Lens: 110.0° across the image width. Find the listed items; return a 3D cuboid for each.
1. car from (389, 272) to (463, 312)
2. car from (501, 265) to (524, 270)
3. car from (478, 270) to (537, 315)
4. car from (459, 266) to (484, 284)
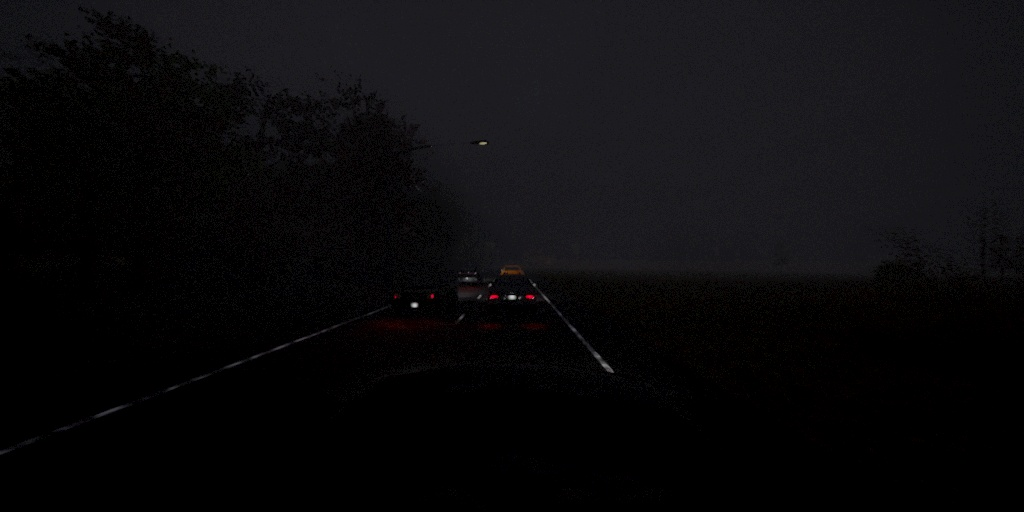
[{"bbox_3d":[-3.478,1.502,15.090,1.895,1.301,4.718,0,-1,0],"label":"car"},{"bbox_3d":[0.037,1.558,31.085,1.882,1.535,5.008,0,0,1],"label":"car"},{"bbox_3d":[0.013,1.440,14.371,2.033,1.411,5.357,0,-1,0],"label":"car"},{"bbox_3d":[-3.470,1.565,30.336,2.128,1.511,4.902,0,0,1],"label":"car"}]
